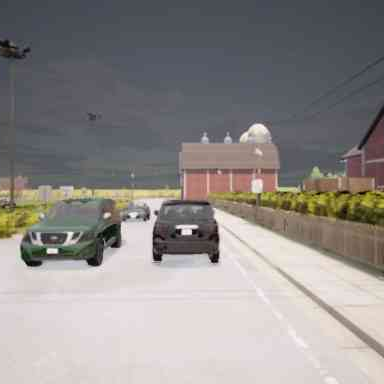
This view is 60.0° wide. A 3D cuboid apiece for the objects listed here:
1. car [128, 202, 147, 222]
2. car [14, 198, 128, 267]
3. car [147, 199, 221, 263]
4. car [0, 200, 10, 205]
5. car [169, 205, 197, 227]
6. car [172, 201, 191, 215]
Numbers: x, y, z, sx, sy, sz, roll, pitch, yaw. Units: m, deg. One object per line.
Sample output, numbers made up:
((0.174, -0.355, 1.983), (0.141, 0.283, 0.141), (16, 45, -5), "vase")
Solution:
((-4.490, 1.595, 27.500), (2.128, 1.511, 4.902), (0, 0, -2), "car")
((-3.973, 1.268, 12.017), (2.150, 2.045, 5.566), (0, 0, -2), "car")
((-0.257, 1.264, 12.371), (2.150, 2.045, 5.566), (0, 0, -2), "car")
((-22.186, 1.689, 38.653), (2.128, 1.511, 4.902), (0, 0, -2), "car")
((-0.706, 1.682, 24.799), (1.895, 1.301, 4.718), (0, 0, -2), "car")
((-1.128, 1.682, 36.103), (1.994, 1.385, 4.181), (0, 0, -2), "car")
